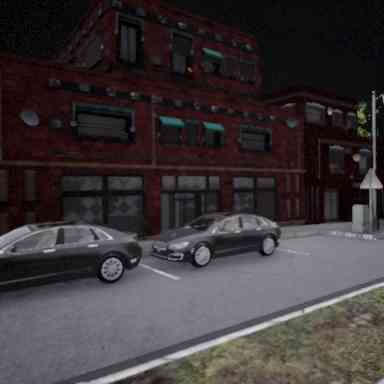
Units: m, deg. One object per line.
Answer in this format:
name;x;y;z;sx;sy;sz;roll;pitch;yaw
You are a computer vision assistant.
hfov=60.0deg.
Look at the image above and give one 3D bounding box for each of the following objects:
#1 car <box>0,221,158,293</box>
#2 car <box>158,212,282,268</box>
car;-3.590;1.481;8.032;4.892;1.521;2.231;0;0;-36
car;0.995;1.453;11.330;4.892;1.521;2.231;0;0;-36
